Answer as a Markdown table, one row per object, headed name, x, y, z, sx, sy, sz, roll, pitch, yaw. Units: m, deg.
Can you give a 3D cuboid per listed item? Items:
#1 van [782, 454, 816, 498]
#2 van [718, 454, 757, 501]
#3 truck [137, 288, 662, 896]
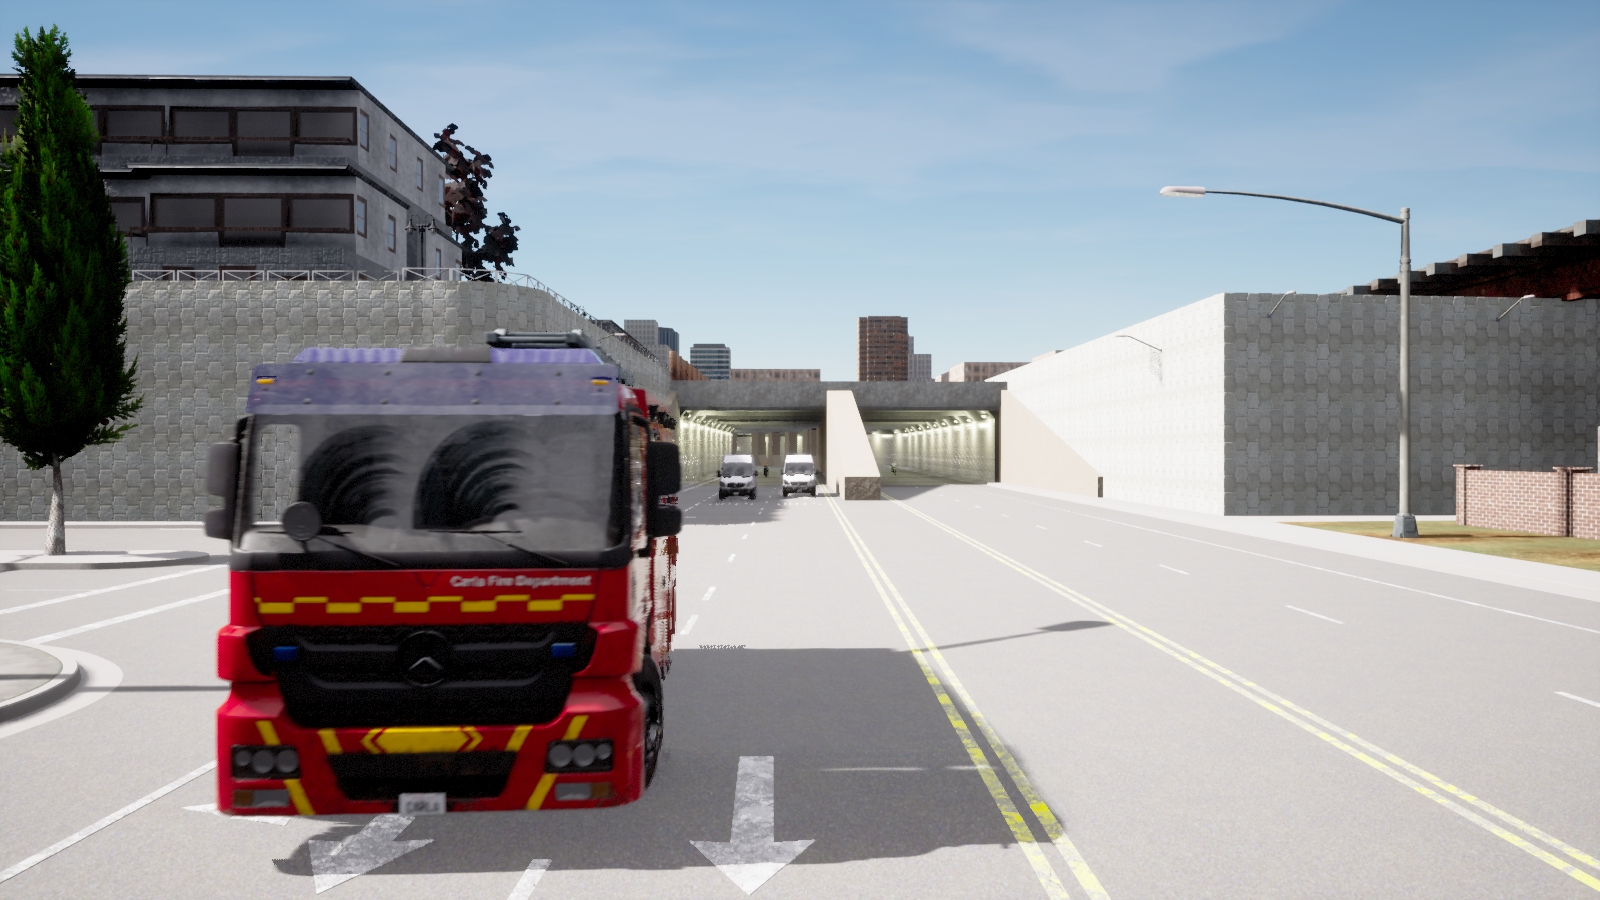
| name | x | y | z | sx | sy | sz | roll | pitch | yaw |
| --- | --- | --- | --- | --- | --- | --- | --- | --- | --- |
| van | -0.054 | 1.534 | 69.741 | 1.988 | 2.561 | 5.915 | 0 | 0 | 0 |
| van | -3.553 | 1.534 | 65.998 | 1.988 | 2.561 | 5.915 | 0 | 0 | 0 |
| truck | -3.040 | 0.890 | 11.521 | 2.891 | 3.827 | 8.468 | 0 | 0 | -4 |
